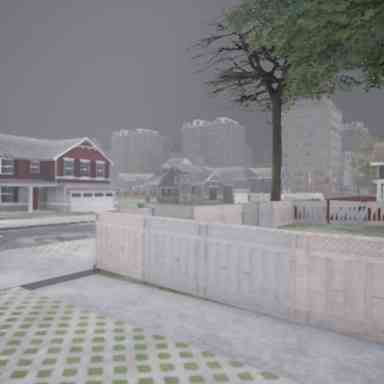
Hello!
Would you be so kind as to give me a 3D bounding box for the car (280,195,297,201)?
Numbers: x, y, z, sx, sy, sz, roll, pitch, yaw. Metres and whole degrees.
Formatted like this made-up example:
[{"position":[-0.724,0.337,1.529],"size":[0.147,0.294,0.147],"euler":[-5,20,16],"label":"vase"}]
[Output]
[{"position":[13.392,1.245,47.247],"size":[2.128,1.511,4.902],"euler":[1,0,35],"label":"car"}]
